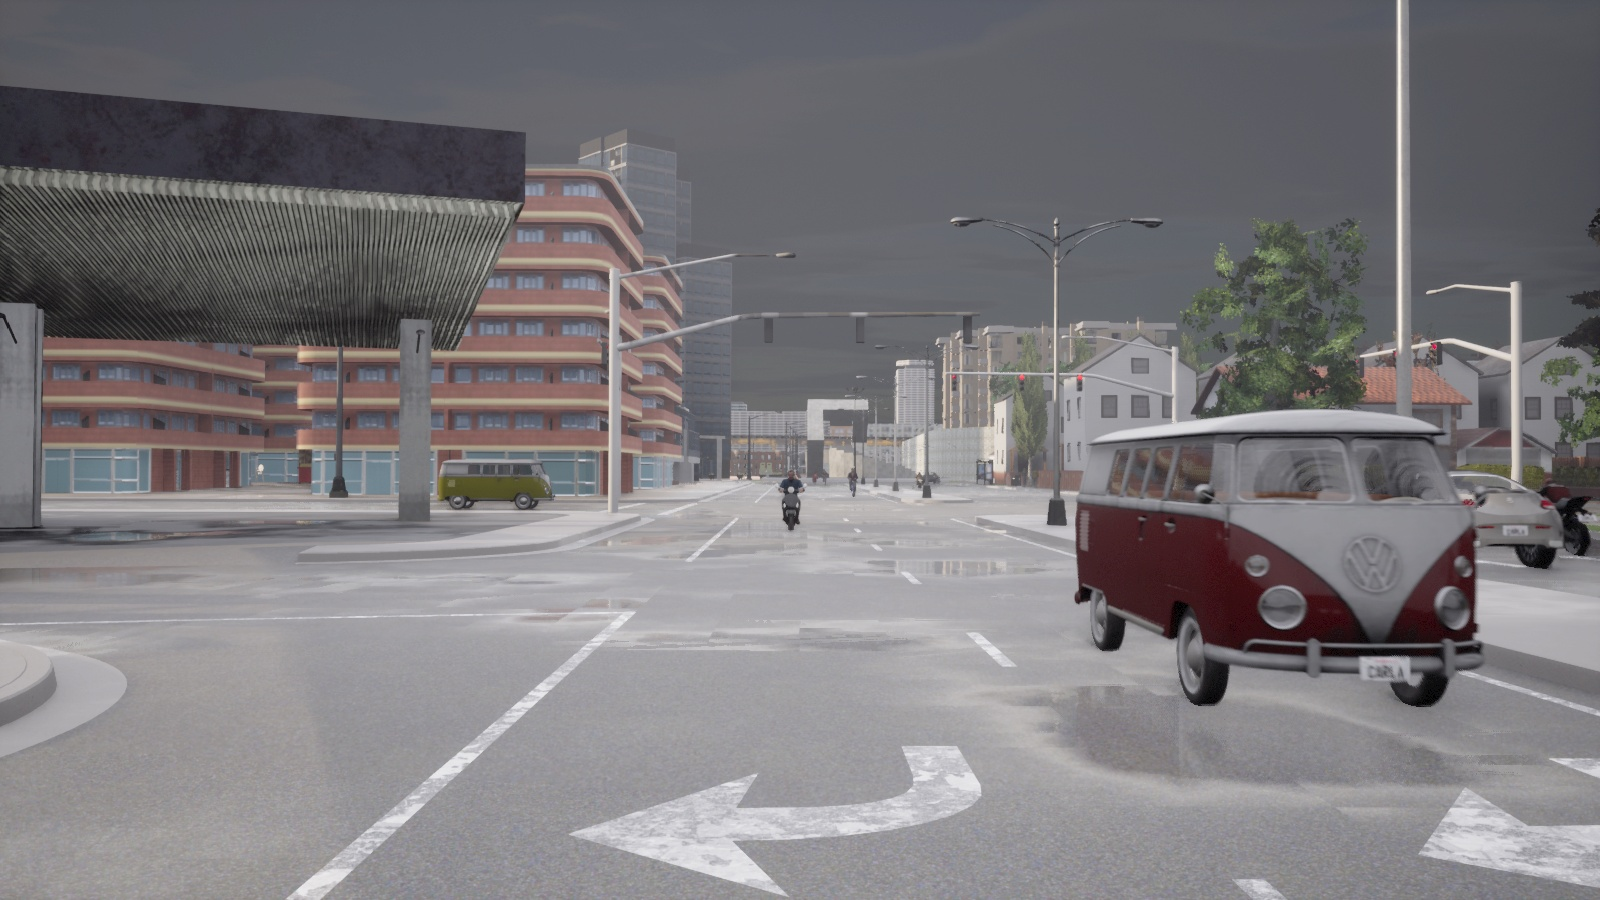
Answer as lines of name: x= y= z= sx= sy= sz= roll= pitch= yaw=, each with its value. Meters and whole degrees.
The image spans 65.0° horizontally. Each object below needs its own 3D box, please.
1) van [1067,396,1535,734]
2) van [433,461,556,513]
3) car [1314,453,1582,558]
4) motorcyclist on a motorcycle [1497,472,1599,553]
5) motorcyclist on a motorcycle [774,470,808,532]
van: x=3.434 y=0.715 z=9.645 sx=1.775 sy=1.987 sz=4.442 roll=0 pitch=-1 yaw=0
van: x=-12.051 y=1.448 z=49.723 sx=4.442 sy=1.987 sz=1.775 roll=0 pitch=-1 yaw=-2
car: x=11.346 y=0.925 z=22.510 sx=2.152 sy=1.651 sz=5.027 roll=0 pitch=-1 yaw=0
motorcyclist on a motorcycle: x=14.832 y=1.205 z=24.820 sx=0.866 sy=1.530 sz=2.191 roll=0 pitch=-1 yaw=-1
motorcyclist on a motorcycle: x=-0.226 y=1.324 z=33.128 sx=0.866 sy=1.590 sz=1.817 roll=0 pitch=-1 yaw=0
